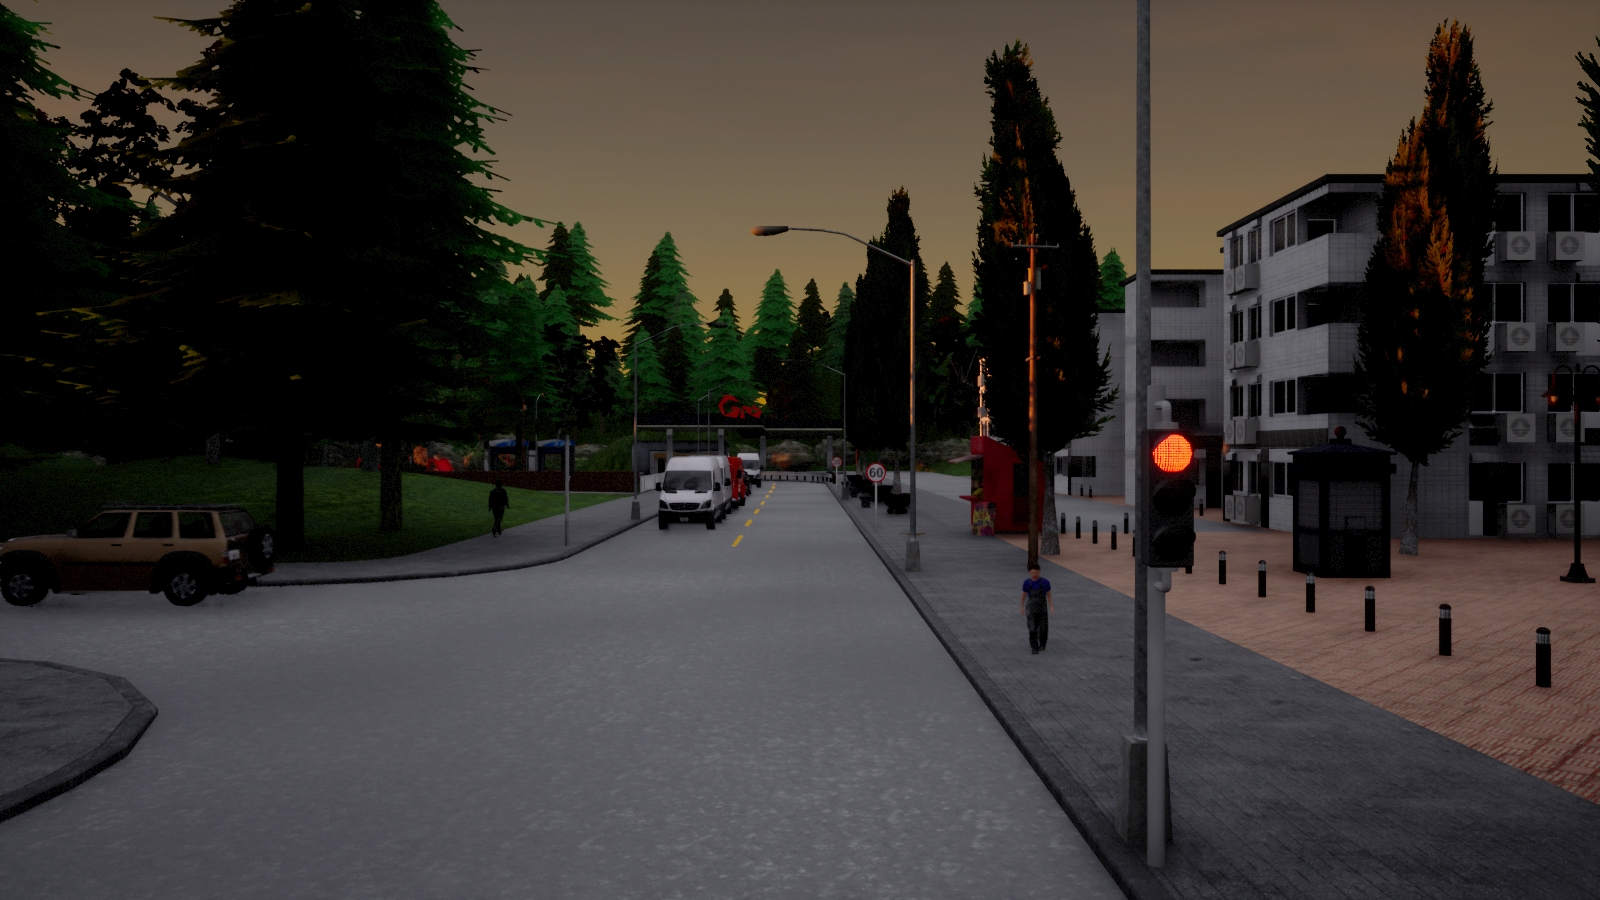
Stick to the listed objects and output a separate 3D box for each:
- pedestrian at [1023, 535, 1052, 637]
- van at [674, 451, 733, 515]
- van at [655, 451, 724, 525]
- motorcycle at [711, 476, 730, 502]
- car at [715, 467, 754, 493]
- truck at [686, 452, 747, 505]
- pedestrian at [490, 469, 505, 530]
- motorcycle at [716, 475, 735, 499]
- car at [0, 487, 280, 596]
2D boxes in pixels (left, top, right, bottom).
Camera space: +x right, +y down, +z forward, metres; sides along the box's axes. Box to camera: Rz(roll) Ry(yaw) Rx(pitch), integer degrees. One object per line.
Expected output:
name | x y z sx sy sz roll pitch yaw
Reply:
pedestrian | 3.163 1.802 15.209 0.375 1.300 0.375 0 0 12
van | -4.007 1.306 48.327 1.988 2.561 5.915 0 0 0
van | -4.013 1.307 42.390 1.988 2.561 5.915 0 0 0
motorcycle | -3.975 1.953 57.177 0.856 1.236 1.805 0 0 0
car | -3.975 1.816 70.543 2.128 1.511 4.902 0 0 0
truck | -3.995 1.339 55.631 2.627 2.467 5.204 0 0 0
pedestrian | -9.297 1.520 35.111 0.375 1.860 0.375 0 0 0
motorcycle | -3.988 1.975 61.268 0.867 1.251 2.209 0 0 0
car | -12.367 1.640 21.135 4.605 1.855 1.932 0 0 -1
